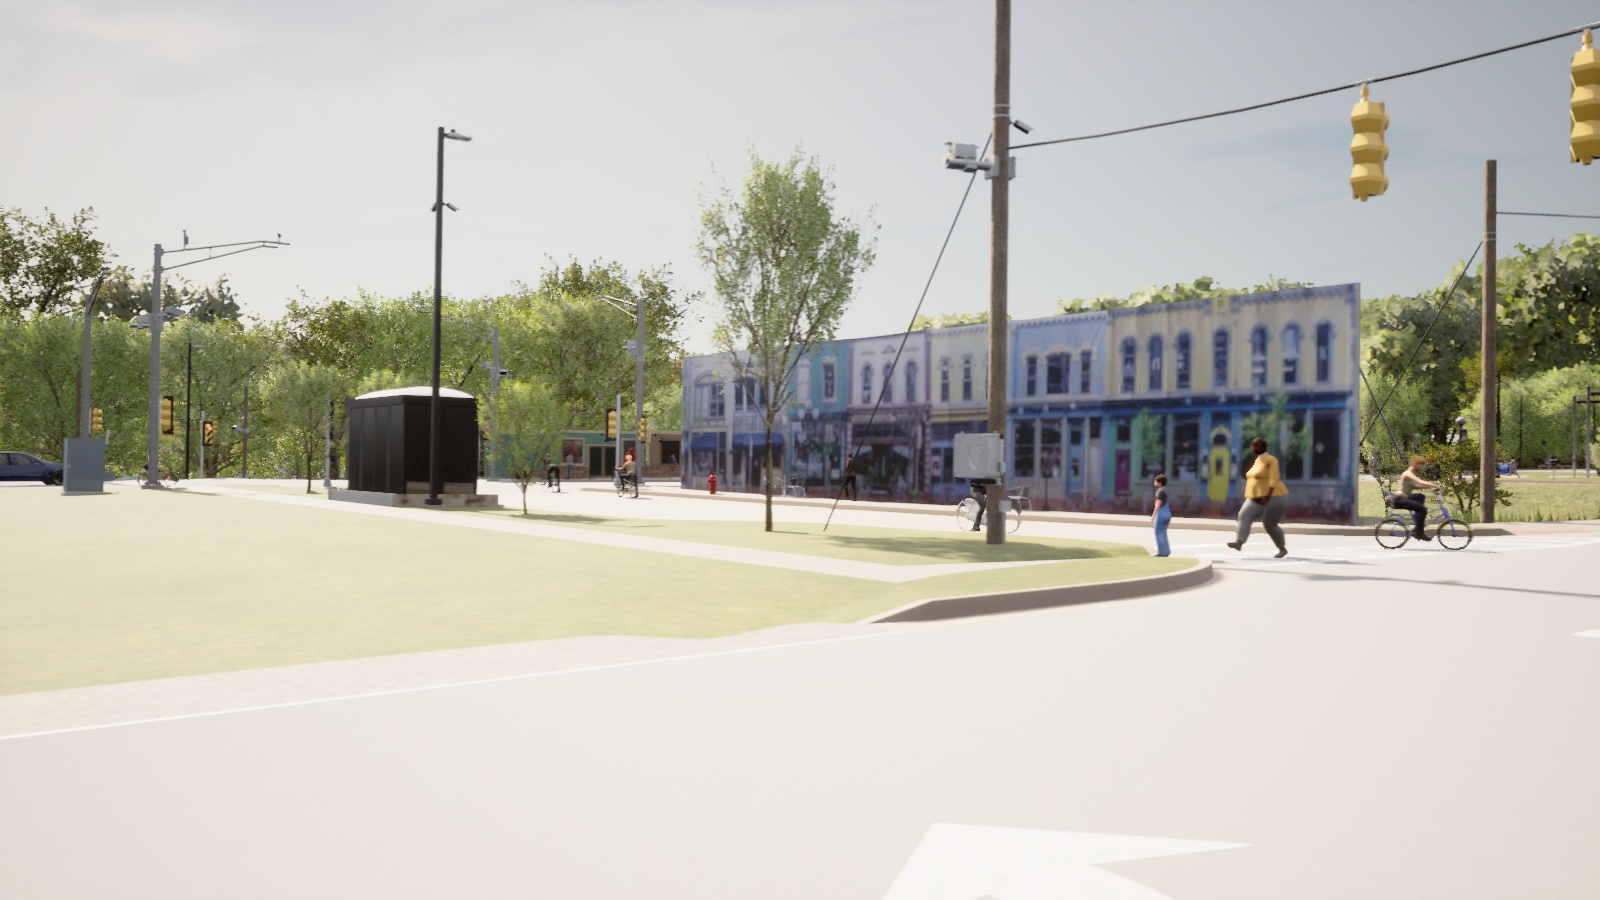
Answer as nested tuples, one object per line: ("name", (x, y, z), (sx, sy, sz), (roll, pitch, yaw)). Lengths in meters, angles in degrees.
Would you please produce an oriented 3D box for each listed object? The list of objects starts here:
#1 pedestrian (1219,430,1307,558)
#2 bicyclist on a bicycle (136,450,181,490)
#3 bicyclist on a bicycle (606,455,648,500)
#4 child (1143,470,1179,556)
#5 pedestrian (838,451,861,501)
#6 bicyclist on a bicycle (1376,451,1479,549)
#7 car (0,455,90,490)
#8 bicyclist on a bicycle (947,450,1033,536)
("pedestrian", (6.901, 0.650, 18.760), (0.900, 1.855, 0.874), (1, -1, -12))
("bicyclist on a bicycle", (-26.332, 0.807, 51.561), (1.509, 1.612, 0.866), (1, -1, -39))
("bicyclist on a bicycle", (-6.437, 1.007, 46.692), (0.866, 1.612, 1.509), (1, 0, -37))
("child", (5.382, 0.929, 18.731), (0.270, 1.263, 0.437), (1, -1, -44))
("pedestrian", (1.786, 0.928, 45.337), (0.328, 1.805, 0.869), (1, -1, -34))
("bicyclist on a bicycle", (10.626, 0.851, 21.332), (1.509, 1.612, 0.866), (-1, -3, 25))
("car", (-32.053, 0.894, 50.885), (5.357, 1.411, 2.033), (0, 0, -44))
("bicyclist on a bicycle", (4.032, 0.903, 26.750), (0.659, 1.776, 1.843), (1, -2, -38))
